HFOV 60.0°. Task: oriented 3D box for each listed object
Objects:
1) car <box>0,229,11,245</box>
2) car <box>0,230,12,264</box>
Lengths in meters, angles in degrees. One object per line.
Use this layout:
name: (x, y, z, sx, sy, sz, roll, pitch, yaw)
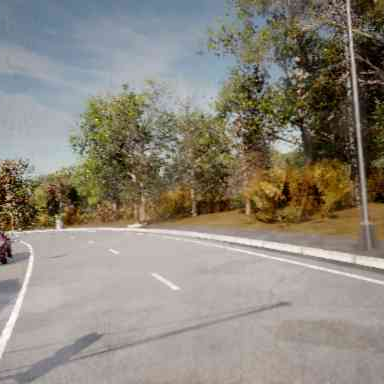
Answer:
car: (-19.987, 4.664, 34.043, 2.033, 1.411, 5.357, -6, -2, -34)
car: (-10.224, 2.794, 16.643, 1.882, 1.535, 5.008, -6, -2, -26)
